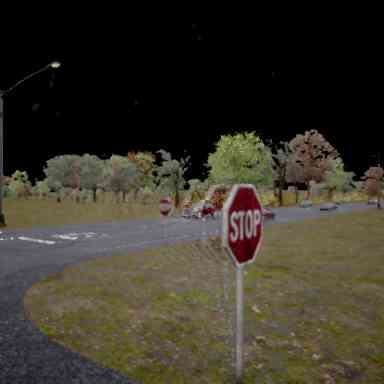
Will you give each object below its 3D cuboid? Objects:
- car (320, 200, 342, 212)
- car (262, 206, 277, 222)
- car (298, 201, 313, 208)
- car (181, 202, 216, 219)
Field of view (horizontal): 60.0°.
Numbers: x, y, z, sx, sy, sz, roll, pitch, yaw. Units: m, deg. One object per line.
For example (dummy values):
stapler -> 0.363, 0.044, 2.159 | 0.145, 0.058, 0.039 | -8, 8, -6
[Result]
car -> 22.521, 2.445, 54.668 | 2.033, 1.411, 5.357 | 0, -1, 36
car -> 6.699, 2.115, 32.795 | 1.812, 1.442, 4.674 | 0, -1, 36
car -> 23.032, 2.520, 67.312 | 1.837, 1.490, 4.892 | 0, -1, 36
car -> 0.789, 1.889, 36.573 | 2.097, 1.767, 4.553 | 0, -1, 36
